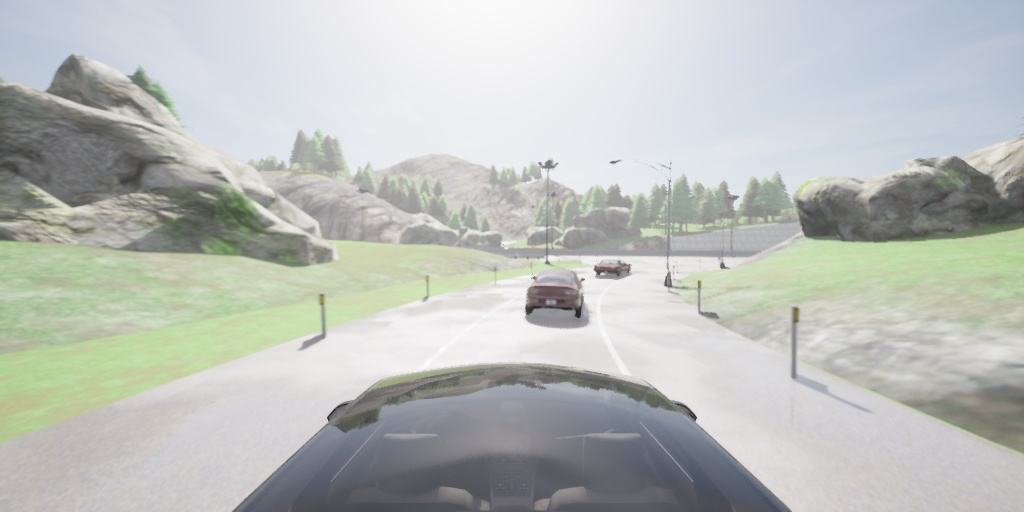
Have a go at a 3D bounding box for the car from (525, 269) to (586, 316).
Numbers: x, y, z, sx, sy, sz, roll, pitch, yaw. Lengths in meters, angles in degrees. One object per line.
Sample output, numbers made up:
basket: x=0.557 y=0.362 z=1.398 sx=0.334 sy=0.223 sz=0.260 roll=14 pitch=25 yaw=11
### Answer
car: x=1.627 y=1.185 z=12.942 sx=1.812 sy=1.442 sz=4.674 roll=1 pitch=1 yaw=12

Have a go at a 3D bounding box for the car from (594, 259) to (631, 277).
car: x=8.252 y=0.882 z=29.053 sx=1.895 sy=1.301 sz=4.718 roll=2 pitch=3 yaw=31
